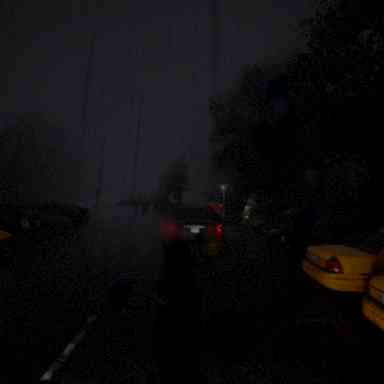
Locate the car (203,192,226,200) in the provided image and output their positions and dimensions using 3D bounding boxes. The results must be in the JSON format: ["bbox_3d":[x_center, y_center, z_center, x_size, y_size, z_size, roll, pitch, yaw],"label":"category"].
[{"bbox_3d":[4.768,0.809,70.416,4.792,1.488,2.163,0,1,0],"label":"car"}]

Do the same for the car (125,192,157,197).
[{"bbox_3d":[-8.321,1.254,50.904,5.008,1.535,2.097,0,1,0],"label":"car"}]

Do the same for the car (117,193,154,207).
[{"bbox_3d":[-8.354,1.353,48.130,4.792,1.488,2.163,0,1,0],"label":"car"}]

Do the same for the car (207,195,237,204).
[{"bbox_3d":[4.749,1.226,53.678,4.674,1.452,2.002,0,1,0],"label":"car"}]

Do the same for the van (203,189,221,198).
[{"bbox_3d":[4.848,0.357,81.358,4.442,1.987,1.878,0,1,0],"label":"van"}]

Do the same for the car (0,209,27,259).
[{"bbox_3d":[-8.045,1.415,9.962,5.008,1.535,2.097,0,1,0],"label":"car"}]

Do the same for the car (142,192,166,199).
[{"bbox_3d":[-8.349,0.725,73.096,4.892,1.521,2.231,0,1,0],"label":"car"}]

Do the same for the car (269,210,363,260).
[{"bbox_3d":[5.069,1.444,10.022,4.792,1.488,2.163,0,1,0],"label":"car"}]

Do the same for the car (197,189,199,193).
[{"bbox_3d":[4.699,0.242,86.896,5.566,2.045,2.435,0,1,0],"label":"car"}]

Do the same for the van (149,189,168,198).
[{"bbox_3d":[-8.232,0.355,81.421,4.442,1.987,1.878,0,1,0],"label":"van"}]

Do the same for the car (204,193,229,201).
[{"bbox_3d":[4.715,0.941,64.753,4.792,1.488,2.163,0,1,0],"label":"car"}]

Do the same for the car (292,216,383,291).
[{"bbox_3d":[5.226,1.443,7.230,5.366,1.575,1.946,0,1,0],"label":"car"}]

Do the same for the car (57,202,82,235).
[{"bbox_3d":[-8.009,1.356,15.527,4.792,1.488,2.163,0,1,0],"label":"car"}]

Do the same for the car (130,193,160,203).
[{"bbox_3d":[-8.326,1.049,59.231,4.892,1.521,2.231,0,1,0],"label":"car"}]

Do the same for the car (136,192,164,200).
[{"bbox_3d":[-8.524,0.838,67.677,5.366,1.575,1.946,0,1,0],"label":"car"}]

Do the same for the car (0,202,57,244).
[{"bbox_3d":[-8.008,1.248,12.739,4.553,1.767,2.185,0,1,0],"label":"car"}]

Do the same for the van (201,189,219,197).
[{"bbox_3d":[4.612,0.312,84.127,4.442,1.987,1.878,0,1,0],"label":"van"}]

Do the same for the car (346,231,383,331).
[{"bbox_3d":[5.226,1.465,4.435,5.366,1.575,1.946,0,1,0],"label":"car"}]

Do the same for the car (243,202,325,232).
[{"bbox_3d":[5.044,1.363,15.719,4.674,1.452,2.002,0,1,0],"label":"car"}]

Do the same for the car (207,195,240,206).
[{"bbox_3d":[4.724,1.285,50.908,4.792,1.488,2.163,0,1,0],"label":"car"}]

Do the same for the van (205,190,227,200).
[{"bbox_3d":[4.858,0.616,67.640,4.442,1.987,1.878,0,1,0],"label":"van"}]

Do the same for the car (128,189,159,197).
[{"bbox_3d":[-8.300,0.934,53.673,5.566,2.045,2.435,0,1,0],"label":"car"}]

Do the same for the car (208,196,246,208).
[{"bbox_3d":[4.752,1.389,45.492,5.008,1.535,2.097,0,1,0],"label":"car"}]

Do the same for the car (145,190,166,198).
[{"bbox_3d":[-8.313,0.547,75.873,4.553,1.767,2.185,0,1,0],"label":"car"}]

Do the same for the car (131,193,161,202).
[{"bbox_3d":[-8.520,0.976,62.005,5.366,1.575,1.946,0,1,0],"label":"car"}]

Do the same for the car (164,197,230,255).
[{"bbox_3d":[0.100,1.241,12.943,2.097,1.767,4.553,0,1,0],"label":"car"}]

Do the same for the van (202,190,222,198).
[{"bbox_3d":[4.627,0.449,75.802,4.442,1.987,1.878,0,1,0],"label":"van"}]

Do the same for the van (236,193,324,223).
[{"bbox_3d":[4.915,1.053,18.388,4.442,1.987,1.878,-1,1,0],"label":"van"}]

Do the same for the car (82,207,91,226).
[{"bbox_3d":[-8.068,1.307,18.310,4.792,1.488,2.163,0,1,0],"label":"car"}]

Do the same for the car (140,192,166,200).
[{"bbox_3d":[-8.155,0.778,70.329,5.366,1.575,1.946,0,1,0],"label":"car"}]

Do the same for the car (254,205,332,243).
[{"bbox_3d":[5.043,1.411,12.934,4.674,1.452,2.002,0,1,0],"label":"car"}]

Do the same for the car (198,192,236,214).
[{"bbox_3d":[2.571,1.166,27.916,2.097,1.767,4.553,-2,-2,28],"label":"car"}]

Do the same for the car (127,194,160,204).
[{"bbox_3d":[-8.145,1.114,56.455,5.366,1.575,1.946,0,1,0],"label":"car"}]

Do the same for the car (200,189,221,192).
[{"bbox_3d":[4.774,0.729,61.978,5.566,2.045,2.435,0,1,0],"label":"car"}]
